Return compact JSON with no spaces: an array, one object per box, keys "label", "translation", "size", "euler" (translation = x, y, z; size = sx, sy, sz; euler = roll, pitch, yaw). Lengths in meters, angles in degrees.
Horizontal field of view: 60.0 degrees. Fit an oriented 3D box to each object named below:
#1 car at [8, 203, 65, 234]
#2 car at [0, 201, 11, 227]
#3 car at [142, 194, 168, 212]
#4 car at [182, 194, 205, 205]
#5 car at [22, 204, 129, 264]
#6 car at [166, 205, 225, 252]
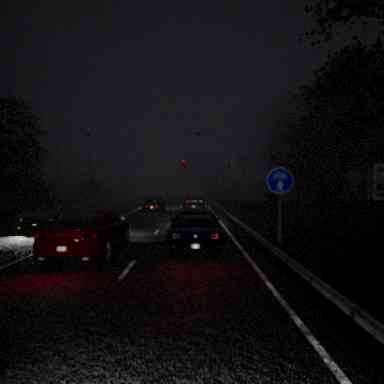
[{"label":"car","translation":[-7.076,1.265,16.928],"size":[1.994,1.385,4.181],"euler":[0,1,0]},{"label":"car","translation":[-10.576,1.179,16.878],"size":[1.882,1.535,5.008],"euler":[0,1,0]},{"label":"car","translation":[-3.359,0.973,30.153],"size":[1.837,1.490,4.892],"euler":[0,1,0]},{"label":"car","translation":[0.141,0.961,30.097],"size":[2.128,1.511,4.902],"euler":[0,1,0]},{"label":"car","translation":[-3.385,1.280,11.116],"size":[1.882,1.535,5.008],"euler":[0,1,0]},{"label":"car","translation":[0.117,1.376,12.646],"size":[1.895,1.301,4.718],"euler":[0,1,0]}]
